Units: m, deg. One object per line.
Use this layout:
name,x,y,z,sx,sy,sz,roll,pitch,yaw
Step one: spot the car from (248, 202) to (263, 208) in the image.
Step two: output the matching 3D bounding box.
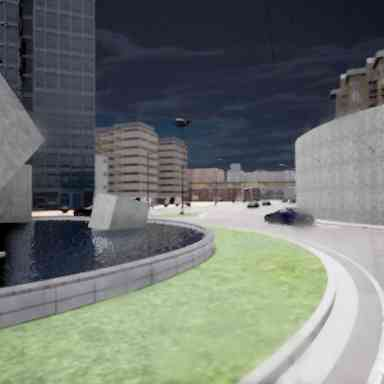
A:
car,12.646,2.630,67.883,1.994,1.385,4.181,-1,-1,22

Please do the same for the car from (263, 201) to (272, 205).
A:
car,18.851,2.845,83.789,1.994,1.385,4.181,-1,-1,22

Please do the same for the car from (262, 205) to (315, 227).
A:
car,7.696,1.965,26.496,1.994,1.385,4.181,0,-1,-27

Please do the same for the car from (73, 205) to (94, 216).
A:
car,-11.211,2.223,38.291,4.902,1.511,2.128,0,-1,4
